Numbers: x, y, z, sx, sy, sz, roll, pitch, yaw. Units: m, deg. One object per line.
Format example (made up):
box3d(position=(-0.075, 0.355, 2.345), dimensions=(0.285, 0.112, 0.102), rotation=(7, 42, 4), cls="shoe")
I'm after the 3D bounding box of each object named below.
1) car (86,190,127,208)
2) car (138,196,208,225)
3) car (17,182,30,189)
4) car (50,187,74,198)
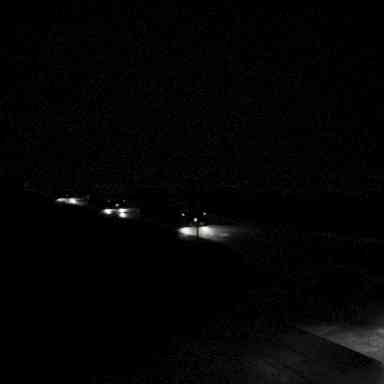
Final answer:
box3d(position=(-7.411, 0.527, 28.303), dimensions=(2.033, 1.411, 5.357), rotation=(0, 2, -35), cls="car")
box3d(position=(-1.310, 0.959, 19.489), dimensions=(2.033, 1.411, 5.357), rotation=(0, 3, -35), cls="car")
box3d(position=(-41.361, -1.515, 82.375), dimensions=(1.812, 1.442, 4.674), rotation=(0, 1, -35), cls="car")
box3d(position=(-15.762, 0.003, 40.414), dimensions=(1.895, 1.301, 4.718), rotation=(0, 2, -34), cls="car")
